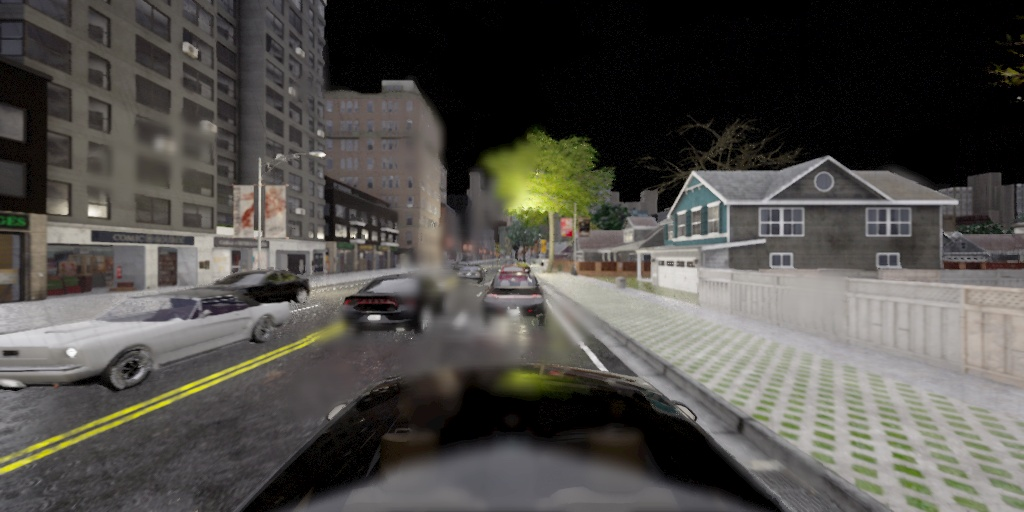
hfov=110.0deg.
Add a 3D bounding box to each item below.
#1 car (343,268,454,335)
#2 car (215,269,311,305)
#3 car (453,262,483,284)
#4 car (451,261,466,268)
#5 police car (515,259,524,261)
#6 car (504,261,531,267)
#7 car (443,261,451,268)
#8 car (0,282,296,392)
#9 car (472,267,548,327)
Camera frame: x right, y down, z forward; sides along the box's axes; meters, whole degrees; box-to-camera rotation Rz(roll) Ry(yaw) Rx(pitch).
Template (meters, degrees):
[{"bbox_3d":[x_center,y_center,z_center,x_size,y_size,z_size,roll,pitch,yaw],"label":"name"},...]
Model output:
[{"bbox_3d":[-3.157,1.276,10.708,1.882,1.535,5.008,0,0,0],"label":"car"},{"bbox_3d":[-9.861,1.292,13.824,1.882,1.535,5.008,0,0,0],"label":"car"},{"bbox_3d":[-3.176,1.434,29.092,2.033,1.411,5.357,0,0,0],"label":"car"},{"bbox_3d":[-6.635,1.473,48.455,1.837,1.490,4.892,0,-1,0],"label":"car"},{"bbox_3d":[0.941,1.343,36.240,1.930,1.638,5.238,0,0,0],"label":"police car"},{"bbox_3d":[0.079,1.343,24.428,1.882,1.535,5.008,0,0,0],"label":"car"},{"bbox_3d":[-9.867,1.499,58.067,2.128,1.511,4.902,0,0,0],"label":"car"},{"bbox_3d":[-6.604,1.379,6.926,1.895,1.301,4.718,0,0,0],"label":"car"},{"bbox_3d":[0.091,1.296,11.800,2.128,1.511,4.902,0,0,0],"label":"car"}]
